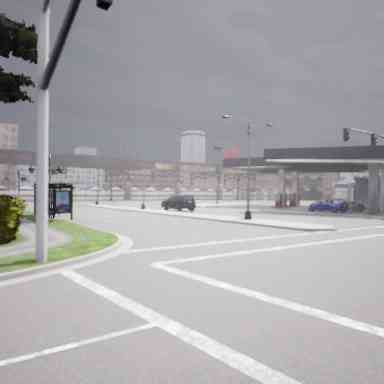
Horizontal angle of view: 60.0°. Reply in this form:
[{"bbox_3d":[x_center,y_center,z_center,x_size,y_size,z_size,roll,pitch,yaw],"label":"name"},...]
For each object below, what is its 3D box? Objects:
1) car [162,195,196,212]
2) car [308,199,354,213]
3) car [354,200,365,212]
[{"bbox_3d":[-1.726,1.418,42.551,2.150,2.045,5.566,1,0,-35],"label":"car"},{"bbox_3d":[16.225,1.603,39.790,2.242,1.667,4.611,1,0,-35],"label":"car"},{"bbox_3d":[20.488,1.812,43.713,1.970,1.475,3.806,1,0,-35],"label":"car"}]
